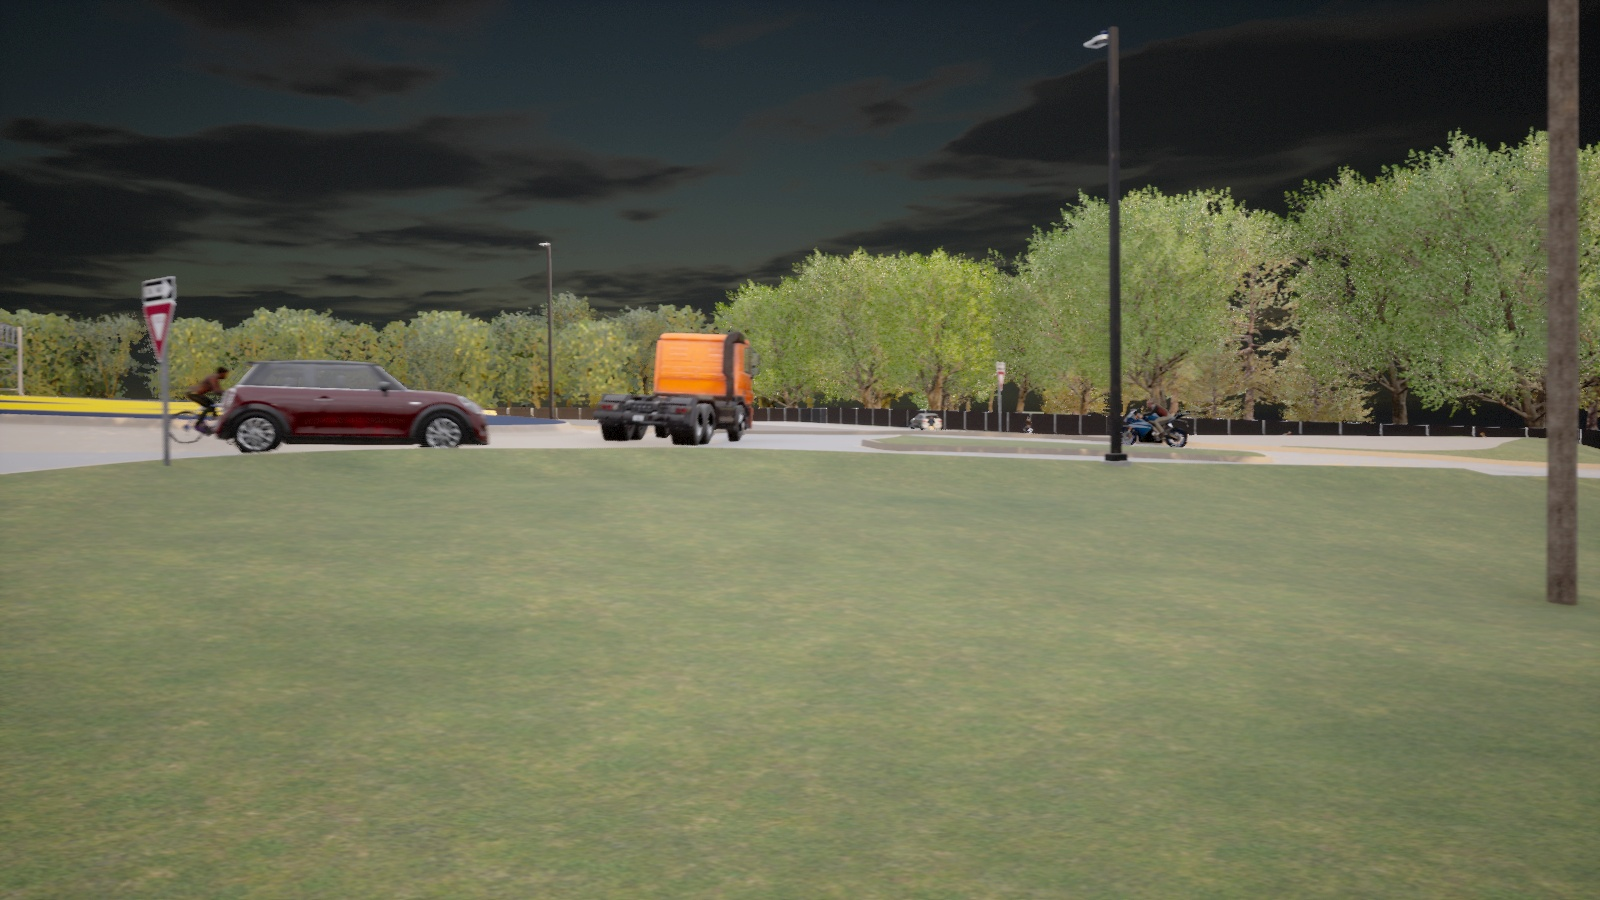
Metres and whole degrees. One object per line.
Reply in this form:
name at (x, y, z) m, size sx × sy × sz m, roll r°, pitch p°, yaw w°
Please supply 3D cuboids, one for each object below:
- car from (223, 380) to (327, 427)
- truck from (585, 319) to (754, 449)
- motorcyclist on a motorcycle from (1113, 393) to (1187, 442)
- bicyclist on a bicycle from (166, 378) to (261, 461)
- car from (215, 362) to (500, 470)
car at (-23.049, -2.007, 55.246) m, size 3.866 × 1.878 × 1.905 m, roll 1°, pitch -1°, yaw -10°
truck at (-3.705, -1.916, 37.965) m, size 2.891 × 3.462 × 7.936 m, roll 2°, pitch 2°, yaw 11°
motorcyclist on a motorcycle at (11.255, -1.056, 40.390) m, size 2.191 × 1.530 × 0.866 m, roll 2°, pitch 2°, yaw 19°
bicyclist on a bicycle at (-11.943, -0.627, 25.606) m, size 1.656 × 1.620 × 0.582 m, roll 1°, pitch 5°, yaw -15°
car at (-7.825, -0.619, 22.431) m, size 4.553 × 1.767 × 2.097 m, roll -1°, pitch 1°, yaw -20°
